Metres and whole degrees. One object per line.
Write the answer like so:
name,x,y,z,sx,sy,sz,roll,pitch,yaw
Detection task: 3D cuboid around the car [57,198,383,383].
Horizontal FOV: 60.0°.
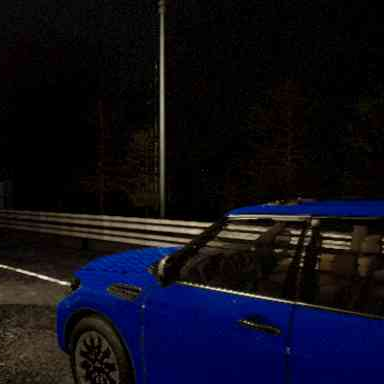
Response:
car,1.134,1.040,2.839,5.566,2.045,2.150,0,0,38
